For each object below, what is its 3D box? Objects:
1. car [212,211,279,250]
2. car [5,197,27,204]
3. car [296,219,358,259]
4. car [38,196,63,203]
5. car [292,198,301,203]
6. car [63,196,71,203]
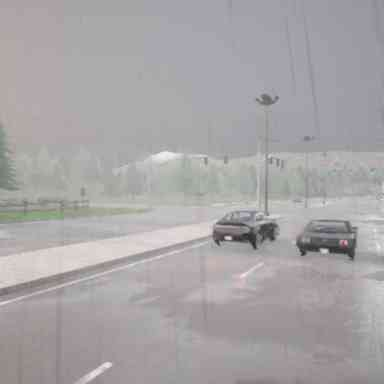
[{"bbox_3d":[2.571,1.599,15.101,2.128,1.511,4.902,0,0,28],"label":"car"},{"bbox_3d":[-33.525,1.628,63.570,4.718,1.301,1.895,0,0,28],"label":"car"},{"bbox_3d":[5.549,1.725,13.253,1.895,1.301,4.718,0,0,28],"label":"car"},{"bbox_3d":[-30.234,1.623,69.748,4.902,1.511,2.128,0,0,28],"label":"car"},{"bbox_3d":[27.741,2.247,88.185,1.837,1.490,4.892,0,0,28],"label":"car"},{"bbox_3d":[-28.575,1.631,72.831,4.892,1.490,1.837,0,0,28],"label":"car"}]
